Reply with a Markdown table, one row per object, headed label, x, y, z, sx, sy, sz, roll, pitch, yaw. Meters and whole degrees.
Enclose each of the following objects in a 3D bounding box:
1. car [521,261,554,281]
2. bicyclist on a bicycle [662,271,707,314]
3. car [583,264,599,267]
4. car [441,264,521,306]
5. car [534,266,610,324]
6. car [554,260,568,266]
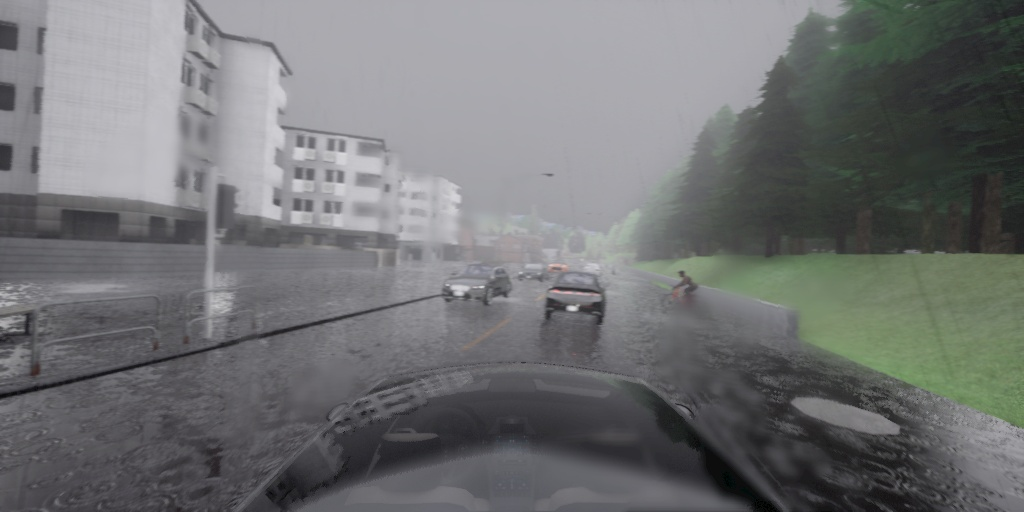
| label | x | y | z | sx | sy | sz | roll | pitch | yaw |
| --- | --- | --- | --- | --- | --- | --- | --- | --- | --- |
| car | 1.816 | 1.241 | 28.219 | 1.812 | 1.442 | 4.674 | 3 | 1 | 15 |
| bicyclist on a bicycle | 6.743 | 1.402 | 13.990 | 1.656 | 1.620 | 0.582 | 4 | 1 | 14 |
| car | 8.431 | 1.551 | 37.839 | 1.812 | 1.442 | 4.674 | 3 | 0 | 14 |
| car | -1.316 | 1.101 | 15.225 | 2.128 | 1.511 | 4.902 | 3 | 0 | 14 |
| car | 2.330 | 1.312 | 12.618 | 2.128 | 1.511 | 4.902 | 3 | 0 | 14 |
| car | 5.778 | 1.253 | 44.287 | 2.097 | 1.767 | 4.553 | 3 | 0 | 14 |
